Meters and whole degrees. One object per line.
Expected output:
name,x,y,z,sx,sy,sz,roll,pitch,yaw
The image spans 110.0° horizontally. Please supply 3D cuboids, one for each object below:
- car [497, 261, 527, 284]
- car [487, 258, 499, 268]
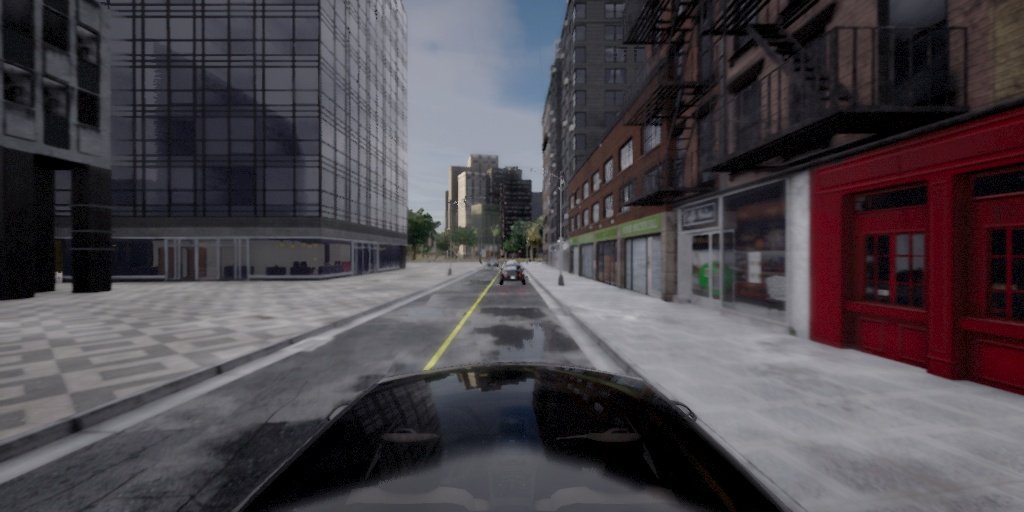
car,0.051,1.339,27.332,1.812,1.442,4.674,0,0,0
car,-3.160,1.158,59.824,2.128,1.511,4.902,0,1,0
